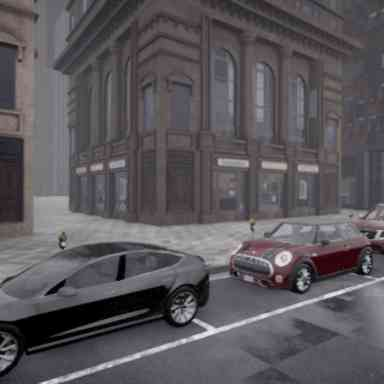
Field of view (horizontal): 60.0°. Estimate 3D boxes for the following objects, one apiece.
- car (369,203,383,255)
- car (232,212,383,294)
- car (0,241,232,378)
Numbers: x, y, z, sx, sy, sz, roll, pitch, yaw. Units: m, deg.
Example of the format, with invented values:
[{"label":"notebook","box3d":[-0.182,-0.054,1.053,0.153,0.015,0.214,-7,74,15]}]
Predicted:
[{"label":"car","box3d":[7.476,1.321,11.972,5.009,1.841,2.192,0,0,-35]},{"label":"car","box3d":[2.914,1.443,8.721,4.097,1.590,1.967,0,0,-35]},{"label":"car","box3d":[-1.647,1.567,5.469,4.313,1.339,1.947,0,0,-35]}]
